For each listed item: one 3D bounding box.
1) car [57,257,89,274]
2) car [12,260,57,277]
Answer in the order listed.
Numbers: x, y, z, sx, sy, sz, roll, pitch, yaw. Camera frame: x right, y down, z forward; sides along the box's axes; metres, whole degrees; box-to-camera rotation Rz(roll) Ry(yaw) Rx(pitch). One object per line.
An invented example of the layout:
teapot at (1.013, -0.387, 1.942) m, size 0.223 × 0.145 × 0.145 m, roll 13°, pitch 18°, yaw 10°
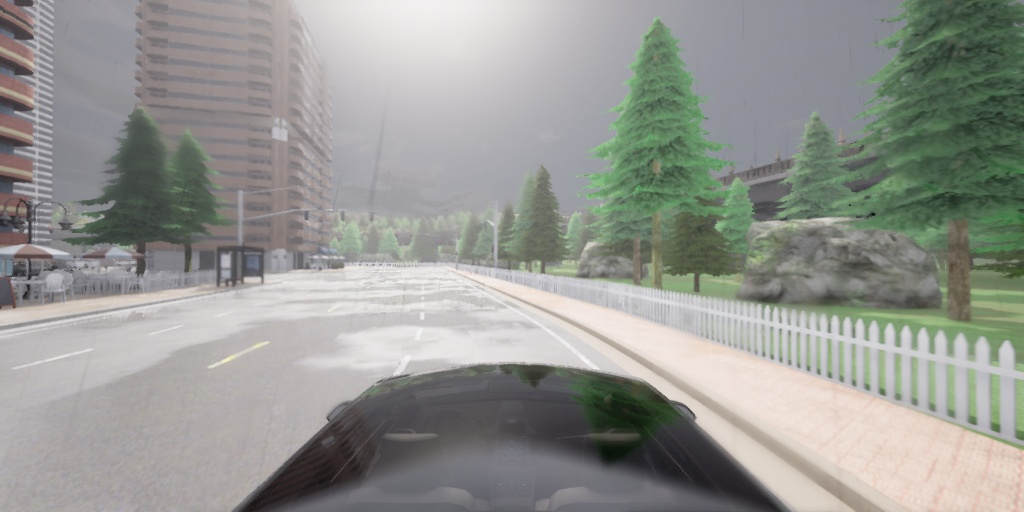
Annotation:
car at (-46.948, 1.152, 36.364) m, size 4.553 × 1.767 × 2.097 m, roll 0°, pitch -1°, yaw -14°
car at (-46.081, 1.264, 32.972) m, size 4.892 × 1.490 × 1.837 m, roll 0°, pitch -1°, yaw -14°
